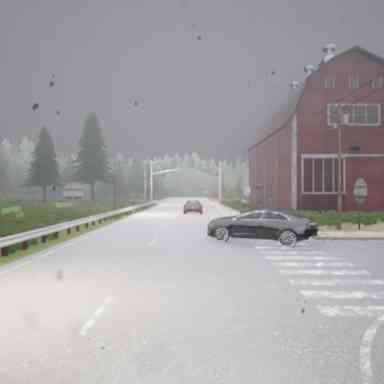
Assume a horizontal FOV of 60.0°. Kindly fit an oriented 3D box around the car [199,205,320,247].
[{"bbox_3d":[3.077,1.491,14.866,4.902,1.511,2.128,0,0,28],"label":"car"}]

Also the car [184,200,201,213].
[{"bbox_3d":[0.110,1.562,36.187,1.994,1.385,4.181,0,0,0],"label":"car"}]
